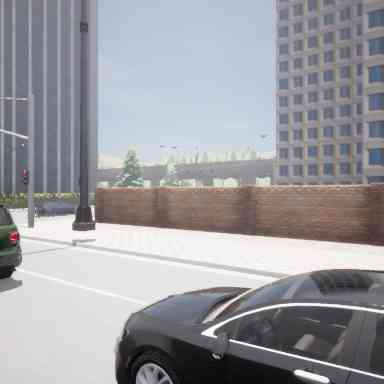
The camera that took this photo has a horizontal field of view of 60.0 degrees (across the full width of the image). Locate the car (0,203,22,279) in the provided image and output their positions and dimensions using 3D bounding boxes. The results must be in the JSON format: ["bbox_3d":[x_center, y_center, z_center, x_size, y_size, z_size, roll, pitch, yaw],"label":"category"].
[{"bbox_3d":[-6.706,1.221,8.745,5.566,2.045,2.150,0,0,35],"label":"car"}]

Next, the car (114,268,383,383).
[{"bbox_3d":[1.377,1.505,3.009,4.892,1.490,1.837,0,0,35],"label":"car"}]

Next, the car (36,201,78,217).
[{"bbox_3d":[-12.583,1.564,31.709,1.994,1.385,4.181,0,0,35],"label":"car"}]
